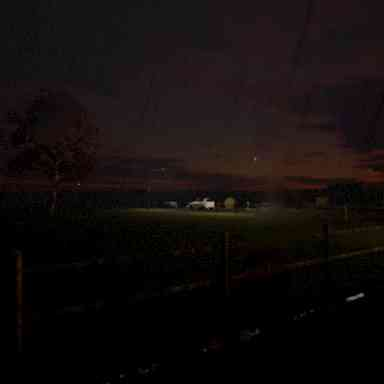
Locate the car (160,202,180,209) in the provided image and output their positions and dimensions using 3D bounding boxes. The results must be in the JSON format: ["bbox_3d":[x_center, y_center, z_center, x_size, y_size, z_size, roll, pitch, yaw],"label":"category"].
[{"bbox_3d":[-4.386,2.674,67.388,2.033,1.411,5.357,0,-1,-34],"label":"car"}]

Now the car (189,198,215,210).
[{"bbox_3d":[1.663,2.137,58.585,2.150,2.045,5.566,0,-1,-35],"label":"car"}]
